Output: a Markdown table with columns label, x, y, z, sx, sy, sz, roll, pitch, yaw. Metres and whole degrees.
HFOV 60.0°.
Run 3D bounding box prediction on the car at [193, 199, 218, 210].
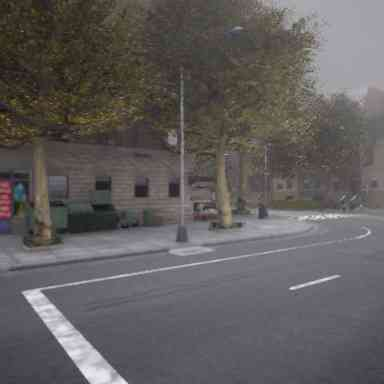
| label | x | y | z | sx | sy | sz | roll | pitch | yaw |
| --- | --- | --- | --- | --- | --- | --- | --- | --- | --- |
| car | 1.773 | 1.657 | 43.263 | 1.994 | 1.385 | 4.181 | 0 | 0 | -36 |
